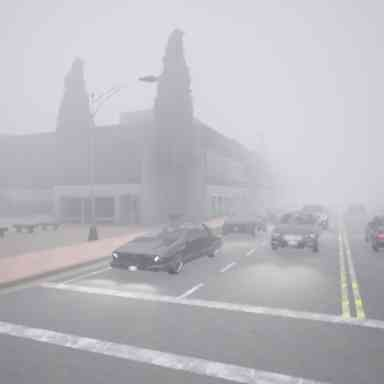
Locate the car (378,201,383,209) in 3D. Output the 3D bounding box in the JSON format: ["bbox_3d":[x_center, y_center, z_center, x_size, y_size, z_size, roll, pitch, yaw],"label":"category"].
[{"bbox_3d":[22.269,1.929,36.871,1.994,1.385,4.181,-1,-1,24],"label":"car"}]

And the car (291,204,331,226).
[{"bbox_3d":[8.484,1.647,23.322,2.097,1.767,4.553,-1,-1,24],"label":"car"}]

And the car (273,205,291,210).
[{"bbox_3d":[7.120,2.002,28.923,1.895,1.301,4.718,-1,-1,24],"label":"car"}]

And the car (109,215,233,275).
[{"bbox_3d":[-0.506,1.750,11.611,2.033,1.411,5.357,-1,-1,25],"label":"car"}]

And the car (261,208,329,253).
[{"bbox_3d":[4.792,1.689,14.890,2.128,1.511,4.902,-1,-1,24],"label":"car"}]

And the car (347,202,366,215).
[{"bbox_3d":[19.887,1.938,40.166,2.128,1.511,4.902,-1,-1,24],"label":"car"}]

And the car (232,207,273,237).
[{"bbox_3d":[3.397,1.781,20.422,1.882,1.535,5.008,-1,-1,24],"label":"car"}]

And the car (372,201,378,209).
[{"bbox_3d":[26.213,1.949,45.989,1.882,1.535,5.008,-1,-1,24],"label":"car"}]

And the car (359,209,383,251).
[{"bbox_3d":[8.668,1.695,14.422,2.033,1.411,5.357,-1,-1,23],"label":"car"}]

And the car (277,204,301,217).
[{"bbox_3d":[11.187,2.108,38.142,1.895,1.301,4.718,-1,-1,24],"label":"car"}]

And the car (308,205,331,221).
[{"bbox_3d":[12.464,2.000,32.383,1.895,1.301,4.718,-1,-1,24],"label":"car"}]
